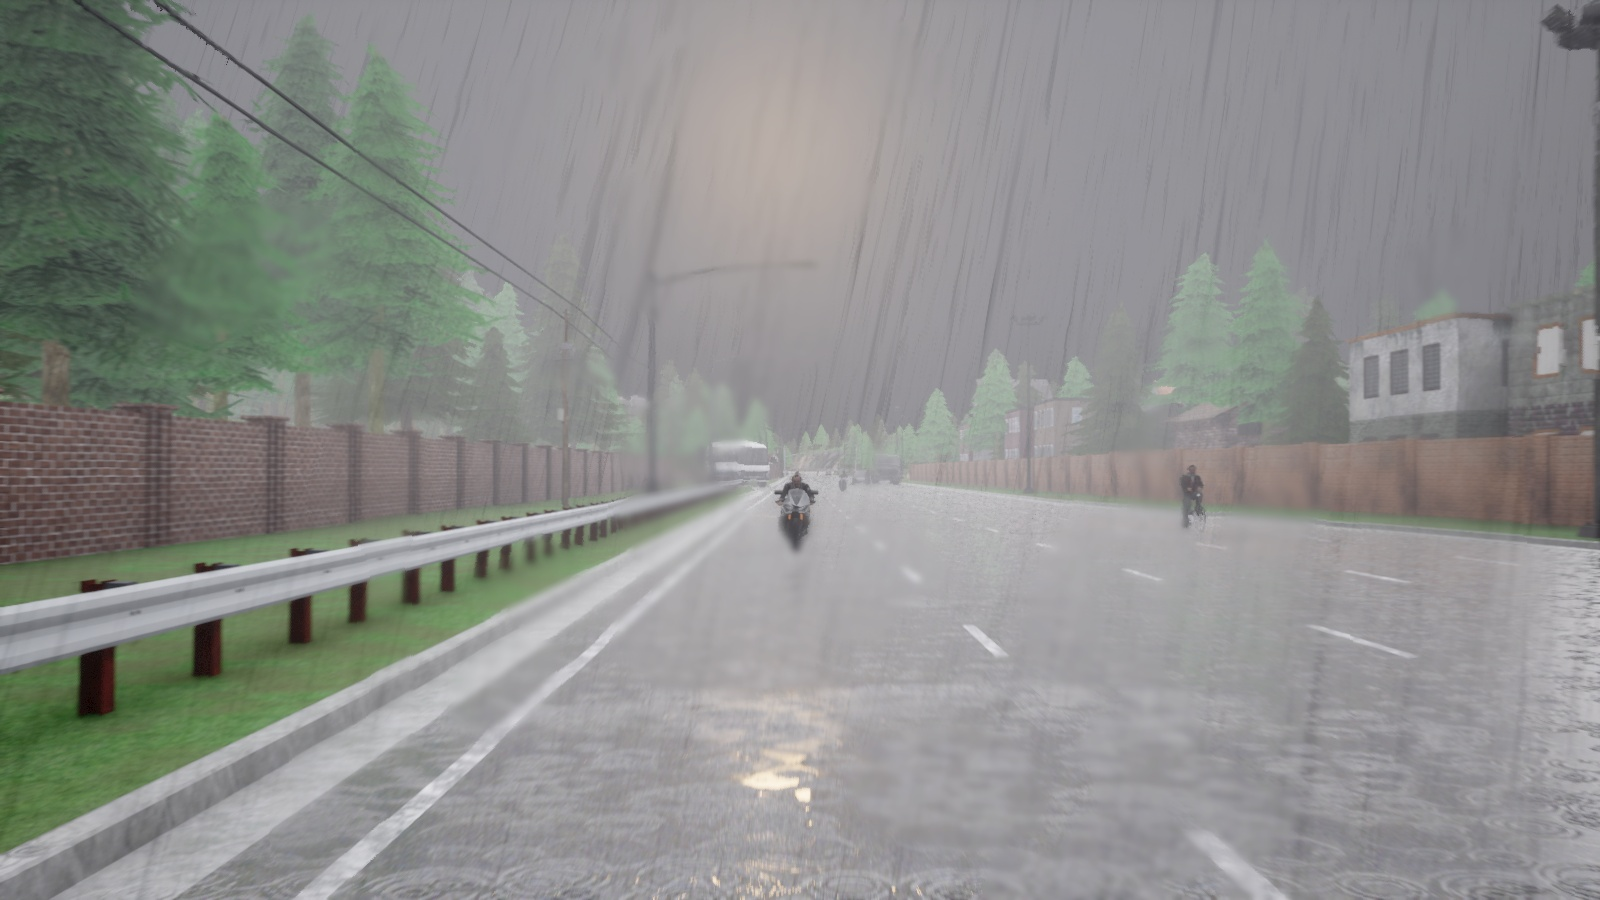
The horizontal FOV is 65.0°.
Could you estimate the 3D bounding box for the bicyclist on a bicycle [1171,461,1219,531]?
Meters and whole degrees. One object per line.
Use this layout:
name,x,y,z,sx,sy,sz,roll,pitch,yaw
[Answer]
bicyclist on a bicycle,10.418,1.197,33.173,0.659,1.776,1.843,0,-1,0

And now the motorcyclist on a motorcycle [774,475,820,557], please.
motorcyclist on a motorcycle,-0.060,1.263,24.761,0.866,1.530,2.191,0,-1,0
